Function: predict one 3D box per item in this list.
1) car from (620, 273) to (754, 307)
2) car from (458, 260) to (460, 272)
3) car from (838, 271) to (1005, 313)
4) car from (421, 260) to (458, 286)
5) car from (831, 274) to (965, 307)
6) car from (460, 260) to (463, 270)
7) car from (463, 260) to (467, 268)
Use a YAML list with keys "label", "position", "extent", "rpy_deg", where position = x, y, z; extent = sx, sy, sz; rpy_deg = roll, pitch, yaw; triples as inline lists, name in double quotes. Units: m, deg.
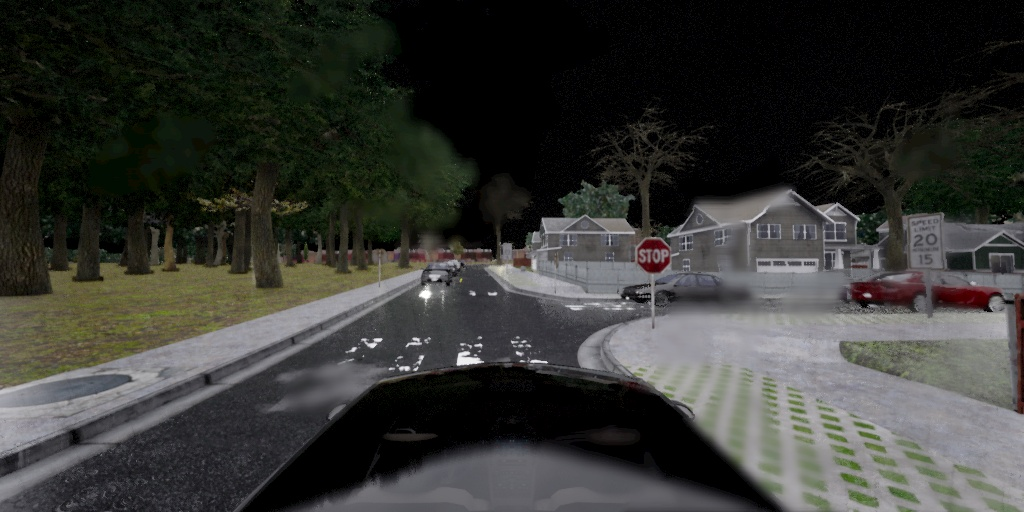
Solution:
- label: "car"
  position: [7.622, 1.460, 15.748]
  extent: [5.357, 1.411, 2.033]
  rpy_deg: [1, -3, -6]
- label: "car"
  position: [-6.218, 1.185, 34.324]
  extent: [1.812, 1.442, 4.674]
  rpy_deg: [0, 0, -7]
- label: "car"
  position: [15.848, 1.362, 13.758]
  extent: [5.008, 1.535, 1.882]
  rpy_deg: [1, -3, -5]
- label: "car"
  position: [-5.080, 1.180, 24.608]
  extent: [2.128, 1.511, 4.902]
  rpy_deg: [0, 0, -7]
- label: "car"
  position: [18.073, 1.571, 16.900]
  extent: [4.674, 1.442, 1.812]
  rpy_deg: [1, -3, -6]
- label: "car"
  position: [-7.351, 1.174, 44.373]
  extent: [1.812, 1.442, 4.674]
  rpy_deg: [0, 0, -6]
- label: "car"
  position: [-8.594, 1.283, 59.184]
  extent: [1.895, 1.301, 4.718]
  rpy_deg: [0, 0, -2]
